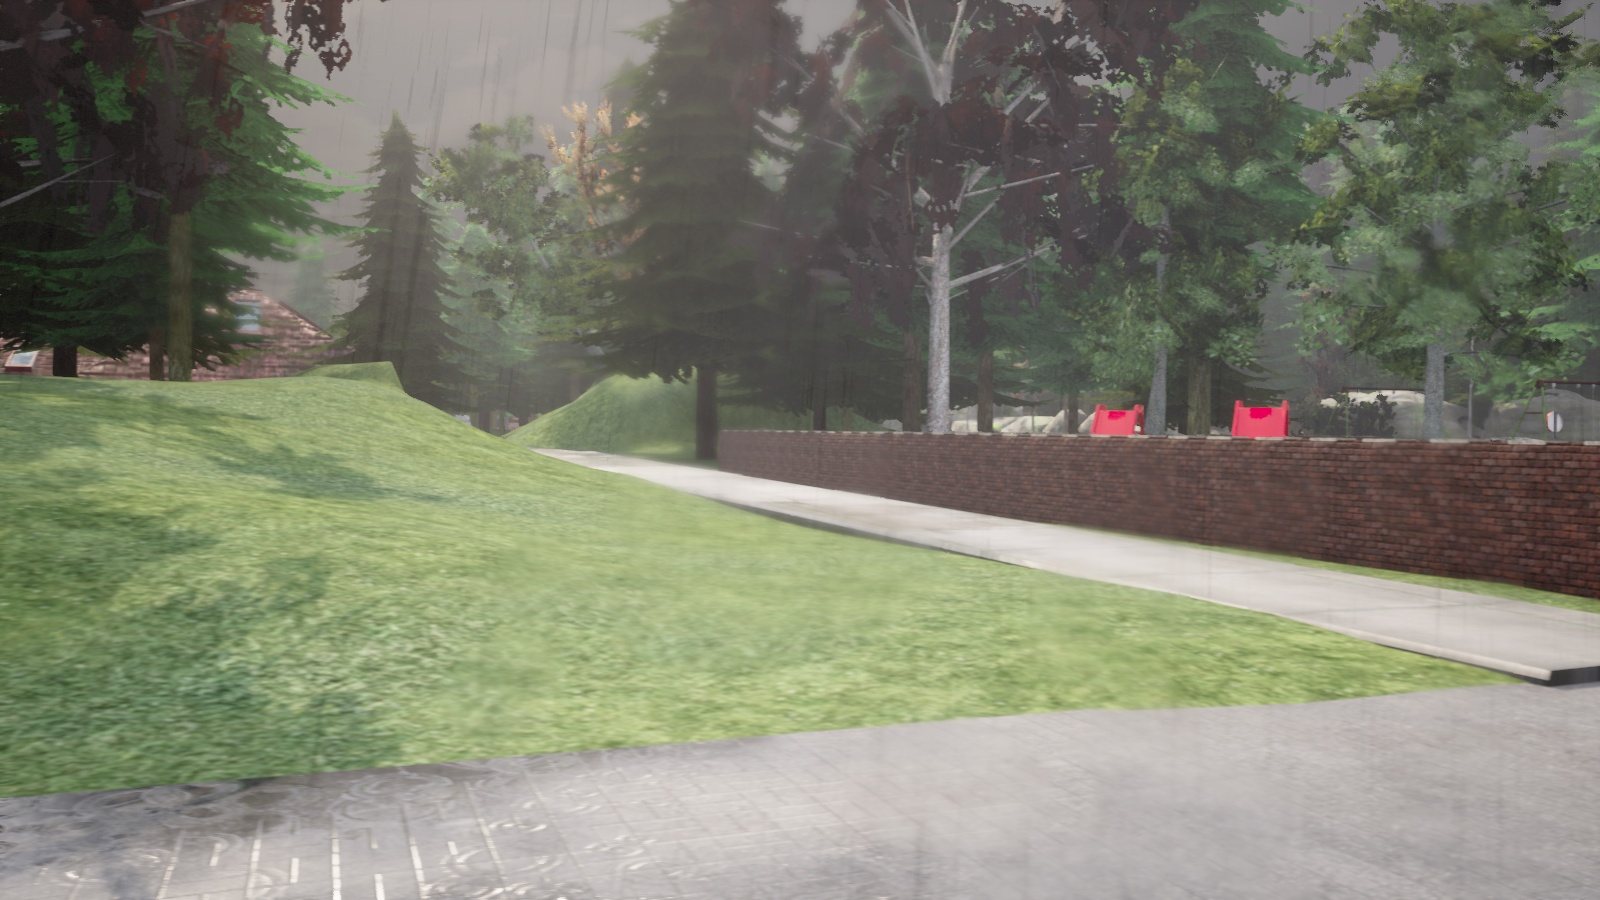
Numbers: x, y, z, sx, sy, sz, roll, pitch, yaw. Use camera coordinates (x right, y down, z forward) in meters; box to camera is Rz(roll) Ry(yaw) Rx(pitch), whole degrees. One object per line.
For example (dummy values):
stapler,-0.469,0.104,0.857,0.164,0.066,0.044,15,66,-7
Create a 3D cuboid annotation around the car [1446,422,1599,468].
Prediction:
car,25.069,-0.204,43.414,1.837,1.490,4.892,-1,1,-21
